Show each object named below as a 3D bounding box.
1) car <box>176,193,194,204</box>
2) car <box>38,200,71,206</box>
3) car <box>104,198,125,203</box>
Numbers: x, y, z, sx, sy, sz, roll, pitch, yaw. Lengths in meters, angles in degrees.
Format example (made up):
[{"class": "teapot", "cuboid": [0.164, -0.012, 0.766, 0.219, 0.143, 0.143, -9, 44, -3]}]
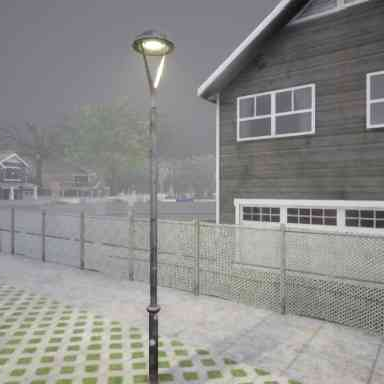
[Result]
[{"class": "car", "cuboid": [-1.314, 1.228, 61.653, 2.150, 2.045, 5.566, 0, 0, 15]}, {"class": "car", "cuboid": [-14.028, 1.578, 33.004, 2.128, 1.511, 4.902, 0, 0, 22]}, {"class": "car", "cuboid": [-10.274, 1.615, 42.937, 1.837, 1.490, 4.892, 0, 0, 19]}]
